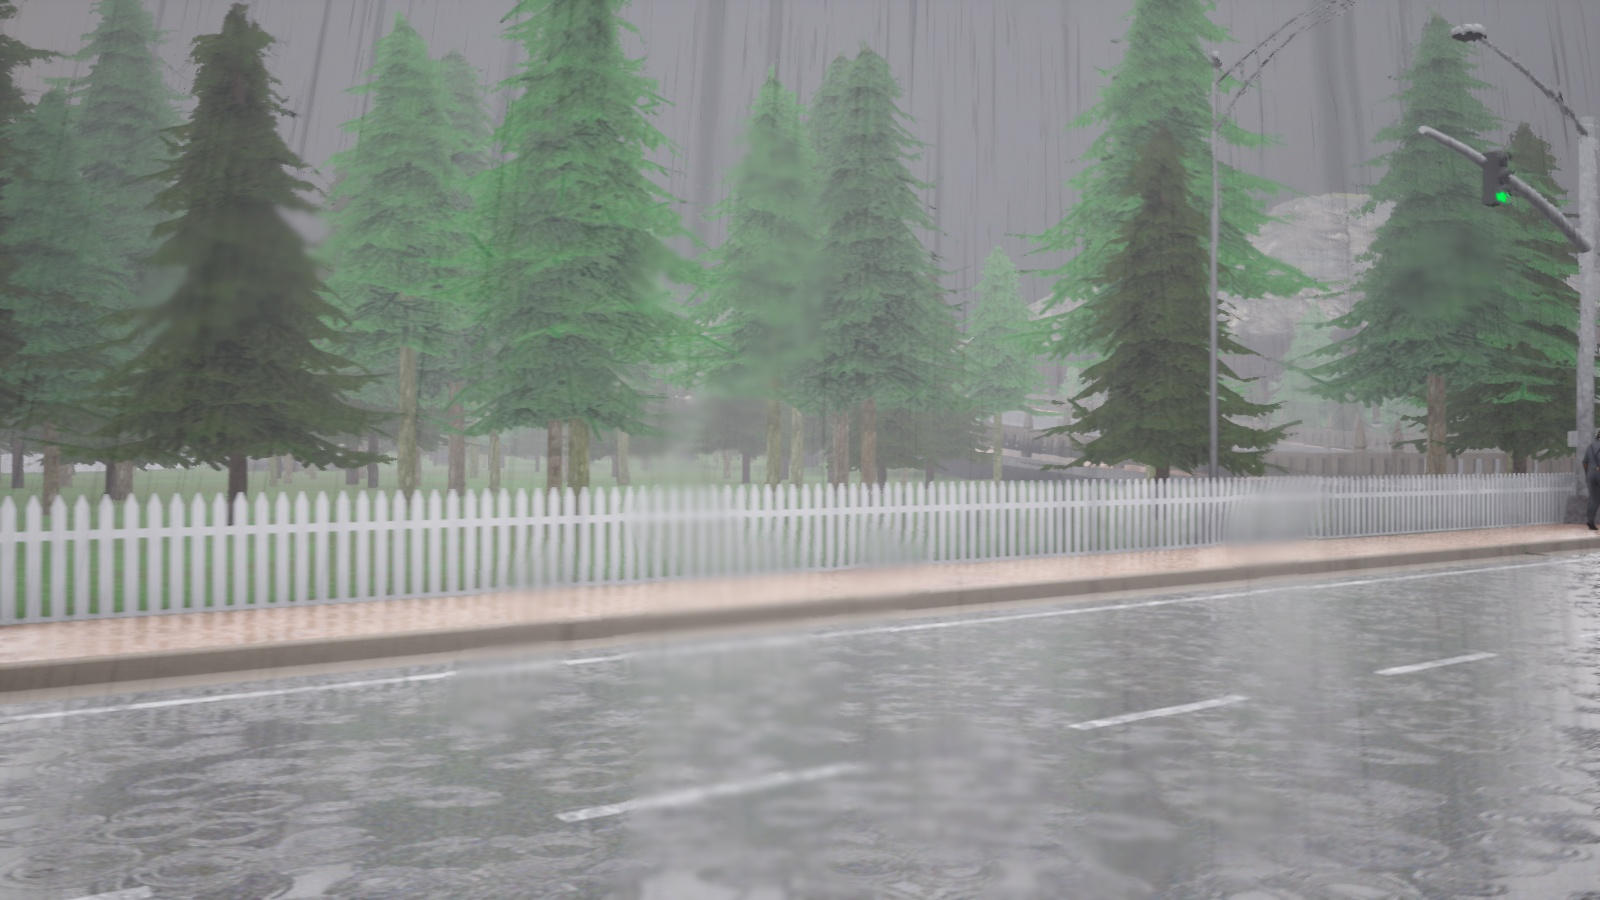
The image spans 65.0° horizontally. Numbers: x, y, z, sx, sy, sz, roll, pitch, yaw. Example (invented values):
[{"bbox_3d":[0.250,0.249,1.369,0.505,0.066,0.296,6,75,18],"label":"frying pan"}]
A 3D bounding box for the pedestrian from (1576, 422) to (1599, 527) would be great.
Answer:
[{"bbox_3d":[14.278,0.428,22.331,0.694,1.848,0.540,0,0,-30],"label":"pedestrian"}]
